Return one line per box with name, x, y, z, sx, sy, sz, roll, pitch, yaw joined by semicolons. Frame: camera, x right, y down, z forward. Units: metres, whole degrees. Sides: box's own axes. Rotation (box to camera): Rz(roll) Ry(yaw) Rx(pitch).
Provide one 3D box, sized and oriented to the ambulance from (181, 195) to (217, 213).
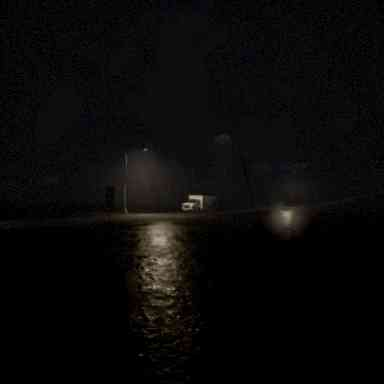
ambulance;1.073;1.717;47.380;2.351;2.431;6.366;1;-1;36
